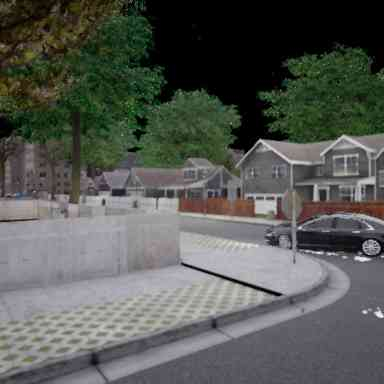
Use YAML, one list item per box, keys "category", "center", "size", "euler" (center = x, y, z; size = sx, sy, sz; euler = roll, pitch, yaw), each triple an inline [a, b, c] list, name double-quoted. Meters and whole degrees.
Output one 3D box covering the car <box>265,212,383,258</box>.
- category: "car"
  center: [5.289, 1.560, 12.794]
  size: [4.892, 1.490, 1.837]
  euler: [0, 4, 27]
